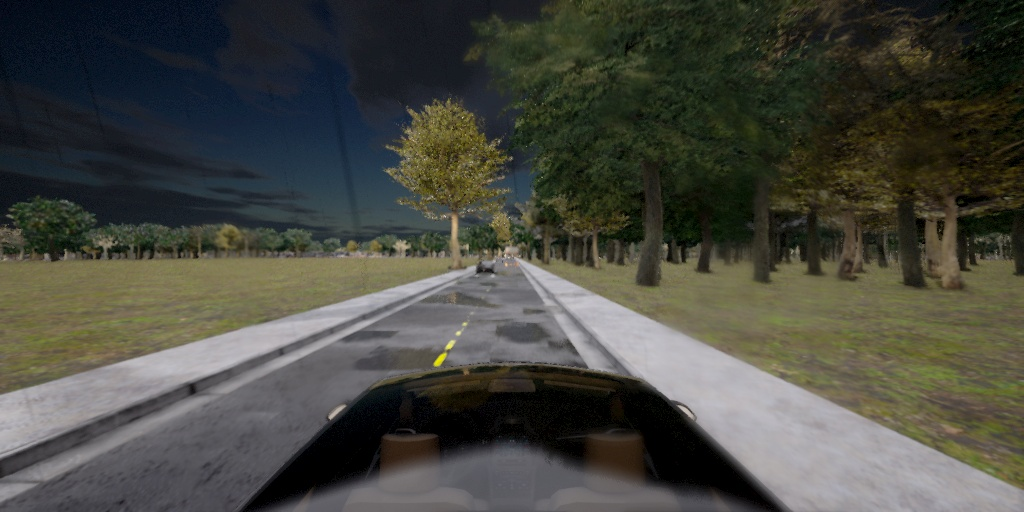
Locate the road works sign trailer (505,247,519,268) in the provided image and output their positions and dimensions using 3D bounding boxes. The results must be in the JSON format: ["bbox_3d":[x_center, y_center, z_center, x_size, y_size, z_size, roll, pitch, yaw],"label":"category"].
[{"bbox_3d":[0.000,0.144,60.138,2.380,3.560,2.880,0,0,0],"label":"road works sign trailer"}]

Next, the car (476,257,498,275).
[{"bbox_3d":[-2.840,1.184,39.052,1.882,1.535,5.008,0,0,0],"label":"car"}]
